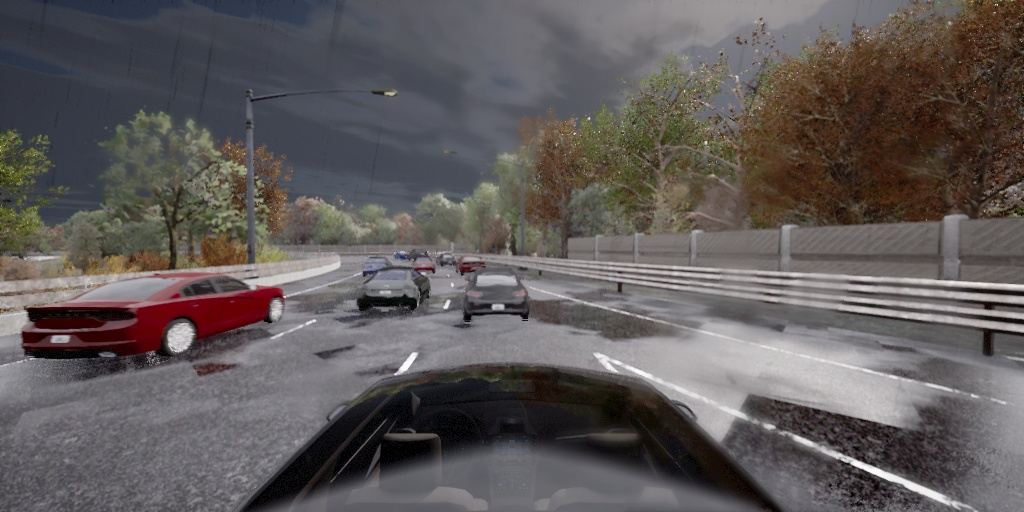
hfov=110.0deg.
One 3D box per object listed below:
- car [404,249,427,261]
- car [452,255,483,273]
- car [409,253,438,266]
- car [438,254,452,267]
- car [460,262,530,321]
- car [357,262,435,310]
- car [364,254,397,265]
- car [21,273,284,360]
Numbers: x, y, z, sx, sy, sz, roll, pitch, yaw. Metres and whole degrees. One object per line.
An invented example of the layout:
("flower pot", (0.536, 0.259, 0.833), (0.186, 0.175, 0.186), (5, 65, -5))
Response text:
("car", (-15.239, -0.107, 57.922), (2.150, 2.045, 5.566), (0, 1, -30))
("car", (-3.419, 0.706, 28.833), (1.882, 1.535, 5.008), (0, 2, -15))
("car", (-7.936, 0.734, 31.915), (1.994, 1.385, 4.181), (0, 1, -16))
("car", (-7.774, 0.496, 42.336), (1.812, 1.442, 4.674), (0, 1, -21))
("car", (-0.535, 1.088, 11.420), (1.812, 1.442, 4.674), (0, 1, -4))
("car", (-4.240, 1.090, 13.394), (1.994, 1.385, 4.181), (0, 1, -6))
("car", (-10.328, 0.799, 27.717), (2.033, 1.411, 5.357), (0, 1, -14))
("car", (-7.259, 1.106, 8.115), (1.882, 1.535, 5.008), (0, 1, -4))
